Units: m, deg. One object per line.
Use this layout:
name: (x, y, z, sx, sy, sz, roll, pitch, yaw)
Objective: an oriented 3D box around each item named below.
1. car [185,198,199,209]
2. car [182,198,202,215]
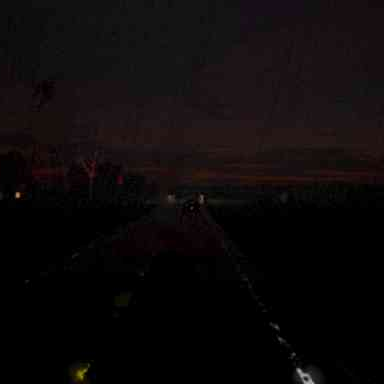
car: (-0.002, 1.536, 46.187, 1.812, 1.442, 4.674, 0, 0, 0)
car: (-0.016, 1.549, 33.600, 2.033, 1.411, 5.357, 0, 0, 0)
